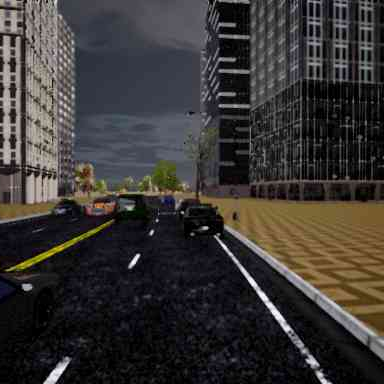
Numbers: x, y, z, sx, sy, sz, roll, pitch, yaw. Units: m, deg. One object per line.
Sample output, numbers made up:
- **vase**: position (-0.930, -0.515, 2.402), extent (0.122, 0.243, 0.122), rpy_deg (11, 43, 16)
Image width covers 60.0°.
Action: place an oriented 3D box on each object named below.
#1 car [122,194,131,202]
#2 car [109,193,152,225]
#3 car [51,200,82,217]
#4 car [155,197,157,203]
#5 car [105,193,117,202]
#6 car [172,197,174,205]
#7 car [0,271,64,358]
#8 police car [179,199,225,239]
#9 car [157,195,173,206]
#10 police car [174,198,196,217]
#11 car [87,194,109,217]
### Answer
- **car**: position (-13.989, 1.277, 71.298), extent (1.837, 1.490, 4.892), rpy_deg (0, 0, -11)
- **car**: position (-4.076, 1.149, 23.369), extent (2.150, 2.045, 5.566), rpy_deg (0, 0, -4)
- **car**: position (-11.366, 1.433, 30.488), extent (1.812, 1.442, 4.674), rpy_deg (0, 0, -5)
- **car**: position (-6.336, 1.359, 66.553), extent (2.033, 1.411, 5.357), rpy_deg (0, 0, -11)
- **car**: position (-17.177, 1.135, 70.666), extent (2.097, 1.767, 4.553), rpy_deg (0, 0, -11)
- **car**: position (-0.728, 1.423, 33.314), extent (1.812, 1.442, 4.674), rpy_deg (0, 0, -5)
- **car**: position (-3.212, 1.536, 3.601), extent (2.033, 1.411, 5.357), rpy_deg (0, 0, -1)
- **police car**: position (0.470, 1.370, 17.215), extent (1.930, 1.638, 5.238), rpy_deg (0, 0, -3)
- **car**: position (-3.696, 1.202, 50.466), extent (2.097, 1.767, 4.553), rpy_deg (0, 0, -9)
- **police car**: position (-0.203, 1.340, 27.352), extent (1.930, 1.638, 5.238), rpy_deg (0, 0, -5)
- **car**: position (-8.093, 1.259, 30.165), extent (2.097, 1.767, 4.553), rpy_deg (0, 0, -5)
